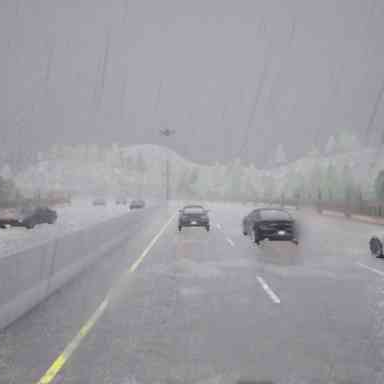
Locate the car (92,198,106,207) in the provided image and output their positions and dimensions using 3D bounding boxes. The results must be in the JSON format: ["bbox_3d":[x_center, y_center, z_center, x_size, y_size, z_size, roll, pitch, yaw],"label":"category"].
[{"bbox_3d":[-15.286,1.692,55.037,2.033,1.411,5.357,0,0,-9],"label":"car"}]

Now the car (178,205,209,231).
[{"bbox_3d":[0.109,1.549,20.876,1.812,1.442,4.674,0,0,0],"label":"car"}]

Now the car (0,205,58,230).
[{"bbox_3d":[-10.591,1.573,21.808,2.033,1.411,5.357,0,0,0],"label":"car"}]

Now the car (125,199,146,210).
[{"bbox_3d":[-7.238,1.640,44.926,2.033,1.411,5.357,0,0,-2],"label":"car"}]

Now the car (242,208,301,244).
[{"bbox_3d":[3.607,1.492,15.848,1.882,1.535,5.008,0,0,0],"label":"car"}]

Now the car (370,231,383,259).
[{"bbox_3d":[7.105,1.533,9.668,1.812,1.442,4.674,0,0,0],"label":"car"}]

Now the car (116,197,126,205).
[{"bbox_3d":[-13.052,1.673,61.614,2.128,1.511,4.902,0,0,-12],"label":"car"}]
